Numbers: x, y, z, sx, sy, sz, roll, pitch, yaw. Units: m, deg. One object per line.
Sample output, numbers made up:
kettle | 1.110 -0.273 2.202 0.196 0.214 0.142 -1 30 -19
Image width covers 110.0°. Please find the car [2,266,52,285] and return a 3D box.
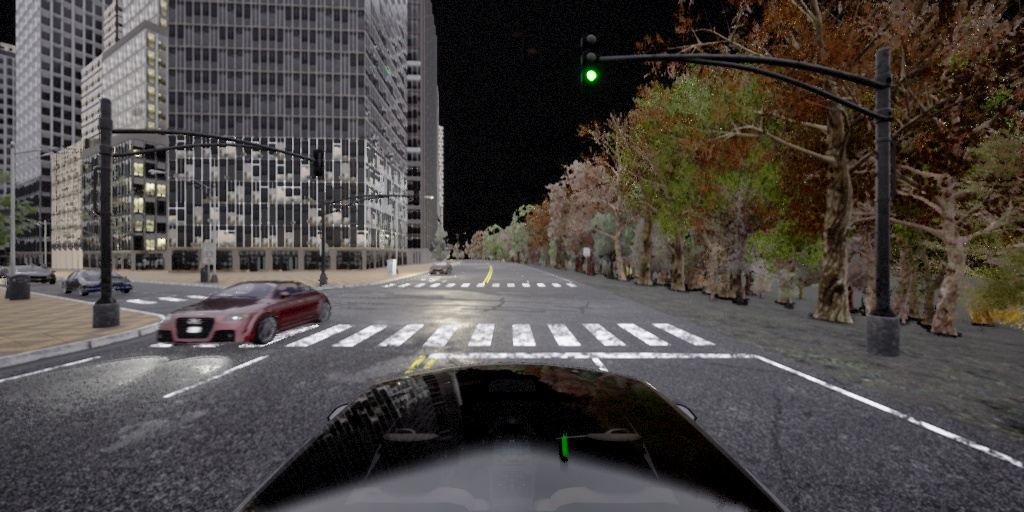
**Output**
car | -37.394 1.531 27.905 4.892 1.490 1.837 -1 0 29

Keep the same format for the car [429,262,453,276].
car | -7.206 1.283 36.990 2.033 1.411 5.357 0 0 -2

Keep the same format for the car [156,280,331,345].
car | -6.548 1.339 9.366 1.994 1.385 4.181 0 0 -1

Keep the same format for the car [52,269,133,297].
car | -23.886 1.462 20.567 5.357 1.411 2.033 0 0 29
